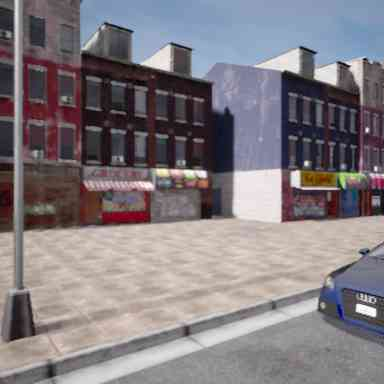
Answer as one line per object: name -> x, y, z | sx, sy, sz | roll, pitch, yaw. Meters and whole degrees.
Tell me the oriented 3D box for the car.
car -> 4.180, 1.544, 6.004 | 4.181, 1.385, 1.994 | 0, 0, -35
